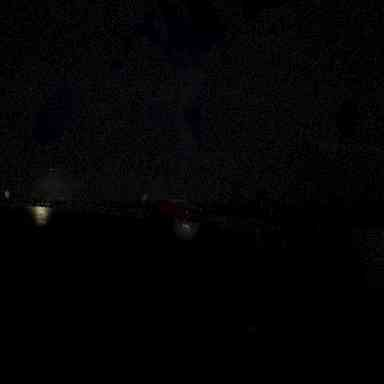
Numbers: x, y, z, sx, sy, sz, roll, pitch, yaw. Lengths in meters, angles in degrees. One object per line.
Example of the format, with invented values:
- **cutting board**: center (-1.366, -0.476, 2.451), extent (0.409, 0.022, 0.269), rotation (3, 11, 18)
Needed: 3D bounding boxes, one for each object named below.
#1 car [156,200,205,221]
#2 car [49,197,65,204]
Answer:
- **car**: center (-0.998, 1.381, 26.188), extent (1.882, 1.535, 5.008), rotation (-2, 1, -35)
- **car**: center (-23.658, 1.524, 58.117), extent (1.882, 1.535, 5.008), rotation (-2, 0, -35)
